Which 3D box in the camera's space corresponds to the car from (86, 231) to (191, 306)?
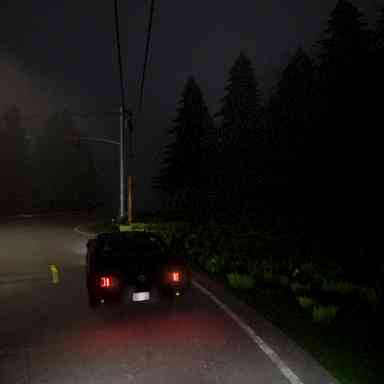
[{"bbox_3d":[-1.599,1.601,8.126,1.895,1.301,4.718,0,0,-18],"label":"car"}]
